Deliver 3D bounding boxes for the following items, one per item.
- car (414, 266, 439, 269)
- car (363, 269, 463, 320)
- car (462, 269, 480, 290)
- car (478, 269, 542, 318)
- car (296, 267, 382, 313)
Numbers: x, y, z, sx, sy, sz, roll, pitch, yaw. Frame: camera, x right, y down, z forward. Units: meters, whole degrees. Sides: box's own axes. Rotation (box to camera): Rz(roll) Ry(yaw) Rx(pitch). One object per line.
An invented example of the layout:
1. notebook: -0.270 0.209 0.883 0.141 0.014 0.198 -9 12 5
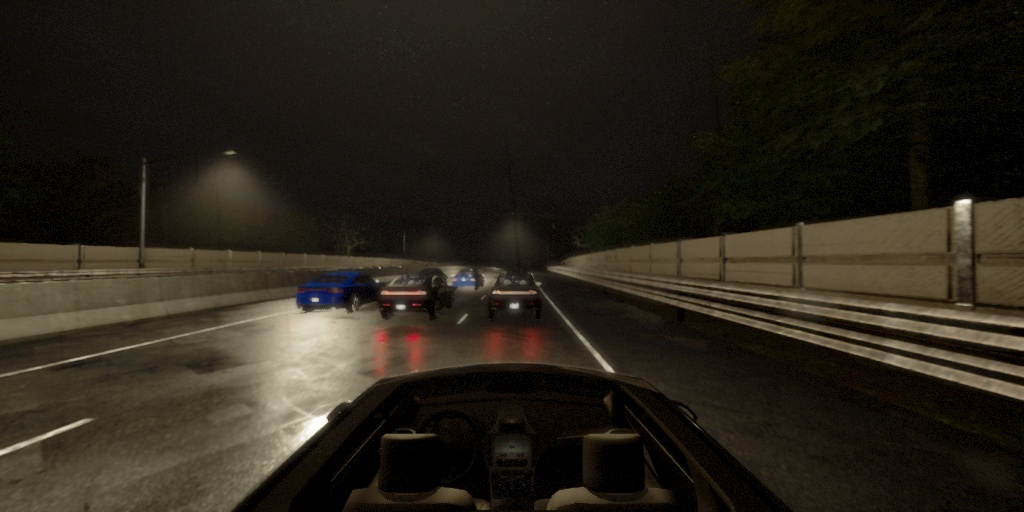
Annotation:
1. car: -6.566 1.706 29.497 1.812 1.442 4.674 0 -1 2
2. car: -3.373 1.408 13.419 2.128 1.511 4.902 0 -1 1
3. car: -3.169 1.679 26.511 2.033 1.411 5.357 0 -1 2
4. car: 0.131 1.416 13.753 2.128 1.511 4.902 0 -1 1
5. car: -6.842 1.422 15.045 1.882 1.535 5.008 0 -1 1
